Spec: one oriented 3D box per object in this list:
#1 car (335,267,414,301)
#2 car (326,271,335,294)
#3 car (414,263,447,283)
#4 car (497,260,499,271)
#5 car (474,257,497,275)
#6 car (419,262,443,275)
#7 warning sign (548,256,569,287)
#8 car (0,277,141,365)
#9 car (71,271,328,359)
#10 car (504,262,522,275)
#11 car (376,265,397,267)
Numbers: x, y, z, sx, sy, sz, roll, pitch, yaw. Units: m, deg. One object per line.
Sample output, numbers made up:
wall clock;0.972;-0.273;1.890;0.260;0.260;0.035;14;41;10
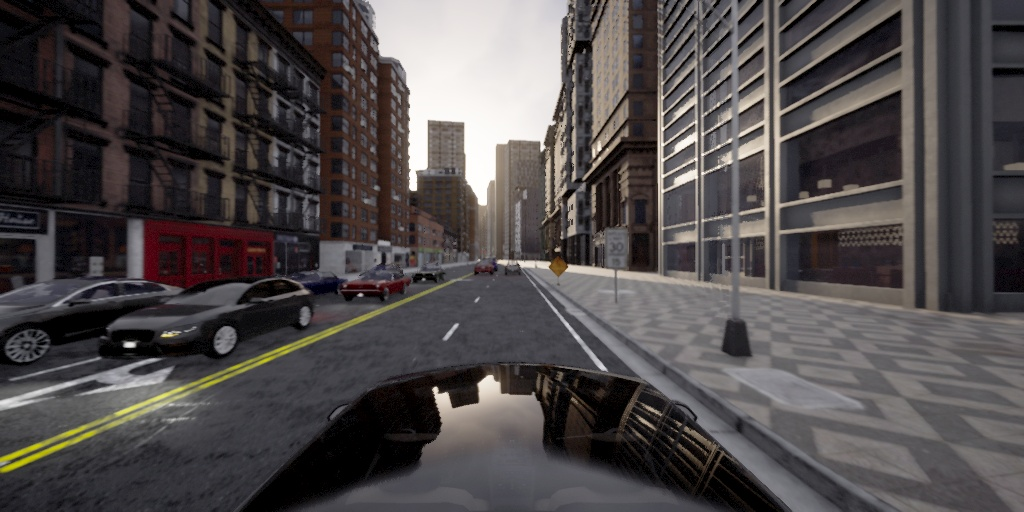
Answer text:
car;-6.604;1.410;17.838;1.895;1.301;4.718;0;0;0
car;-9.862;1.409;17.394;1.895;1.301;4.718;0;0;0
car;-6.601;1.447;29.004;1.895;1.301;4.718;0;0;0
car;-3.171;1.149;51.660;2.150;2.045;5.566;0;0;0
car;-3.169;1.242;41.491;2.097;1.767;4.553;0;0;1
car;-9.765;1.498;43.517;1.994;1.385;4.181;0;0;0
warning sign;2.842;0.938;22.009;1.300;1.860;1.060;0;0;0
car;-9.852;1.266;8.125;2.128;1.511;4.902;0;0;0
car;-6.615;1.281;8.576;1.837;1.490;4.892;0;0;-1
car;0.087;1.381;41.250;2.128;1.511;4.902;0;0;0
car;-9.852;1.389;27.634;2.033;1.411;5.357;0;0;1
